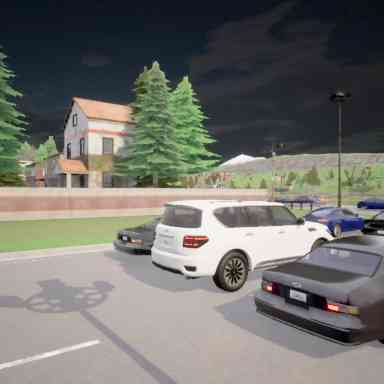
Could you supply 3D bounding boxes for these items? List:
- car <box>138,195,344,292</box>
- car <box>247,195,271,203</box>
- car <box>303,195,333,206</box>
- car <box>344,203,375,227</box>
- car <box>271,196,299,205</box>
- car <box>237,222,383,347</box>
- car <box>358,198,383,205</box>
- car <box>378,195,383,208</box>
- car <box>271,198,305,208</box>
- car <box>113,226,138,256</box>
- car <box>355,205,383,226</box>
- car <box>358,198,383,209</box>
[{"bbox_3d":[1.587,1.221,9.178,5.566,2.045,2.150,0,0,-36],"label":"car"},{"bbox_3d":[13.745,1.478,68.563,1.882,1.535,5.008,0,0,-36],"label":"car"},{"bbox_3d":[21.688,1.351,57.424,2.097,1.767,4.553,0,0,-36],"label":"car"},{"bbox_3d":[7.671,1.526,17.804,4.674,1.442,1.812,0,0,-35],"label":"car"},{"bbox_3d":[16.430,1.526,58.740,1.812,1.442,4.674,0,0,-36],"label":"car"},{"bbox_3d":[3.566,1.547,6.289,5.357,1.411,2.033,0,0,-36],"label":"car"},{"bbox_3d":[22.268,1.478,39.335,1.882,1.535,5.008,0,0,-41],"label":"car"},{"bbox_3d":[29.339,1.352,47.267,2.097,1.767,4.553,0,0,-39],"label":"car"},{"bbox_3d":[14.248,1.601,49.770,1.895,1.301,4.718,0,0,-36],"label":"car"},{"bbox_3d":[-0.133,1.547,12.243,5.357,1.411,2.033,0,0,-36],"label":"car"},{"bbox_3d":[9.678,1.478,14.937,5.008,1.535,1.882,0,0,-35],"label":"car"},{"bbox_3d":[26.006,1.547,45.700,2.033,1.411,5.357,0,0,-38],"label":"car"}]
